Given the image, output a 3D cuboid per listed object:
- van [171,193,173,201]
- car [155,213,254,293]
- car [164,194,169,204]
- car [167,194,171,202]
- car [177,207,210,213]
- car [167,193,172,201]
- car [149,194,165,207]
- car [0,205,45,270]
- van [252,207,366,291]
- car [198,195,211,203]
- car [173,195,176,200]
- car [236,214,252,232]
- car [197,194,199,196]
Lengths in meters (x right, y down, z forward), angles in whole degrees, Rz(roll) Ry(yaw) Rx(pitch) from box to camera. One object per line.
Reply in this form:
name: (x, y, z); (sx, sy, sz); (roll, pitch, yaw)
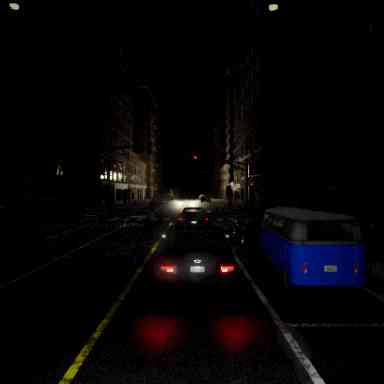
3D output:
van: (-5.670, 1.305, 74.149); (1.690, 1.788, 3.998); (0, 0, 0)
car: (0.101, 1.546, 8.968); (2.033, 1.411, 5.357); (0, 0, 0)
car: (-5.669, 1.516, 57.797); (2.008, 1.369, 4.403); (0, 0, 0)
car: (-5.669, 1.509, 63.248); (1.887, 1.381, 4.507); (0, 0, 0)
car: (0.101, 1.557, 19.287); (1.994, 1.385, 4.181); (0, 0, 0)
car: (-5.669, 1.508, 68.699); (1.887, 1.381, 4.507); (0, 0, 0)
car: (-5.669, 1.493, 52.176); (1.752, 1.417, 4.829); (0, 0, 0)
car: (-5.670, 1.313, 8.657); (2.192, 1.841, 5.009); (0, 0, 0)
van: (2.855, 1.339, 8.697); (1.690, 1.788, 3.998); (0, 0, 0)
car: (2.855, 1.403, 68.734); (1.967, 1.590, 4.097); (0, 0, 0)
car: (-5.669, 1.516, 79.600); (2.008, 1.369, 4.403); (0, 0, 0)
car: (2.856, 1.562, 14.358); (1.947, 1.339, 4.313); (0, 0, 0)
car: (2.856, 1.515, 79.632); (2.008, 1.369, 4.403); (0, 0, 0)
